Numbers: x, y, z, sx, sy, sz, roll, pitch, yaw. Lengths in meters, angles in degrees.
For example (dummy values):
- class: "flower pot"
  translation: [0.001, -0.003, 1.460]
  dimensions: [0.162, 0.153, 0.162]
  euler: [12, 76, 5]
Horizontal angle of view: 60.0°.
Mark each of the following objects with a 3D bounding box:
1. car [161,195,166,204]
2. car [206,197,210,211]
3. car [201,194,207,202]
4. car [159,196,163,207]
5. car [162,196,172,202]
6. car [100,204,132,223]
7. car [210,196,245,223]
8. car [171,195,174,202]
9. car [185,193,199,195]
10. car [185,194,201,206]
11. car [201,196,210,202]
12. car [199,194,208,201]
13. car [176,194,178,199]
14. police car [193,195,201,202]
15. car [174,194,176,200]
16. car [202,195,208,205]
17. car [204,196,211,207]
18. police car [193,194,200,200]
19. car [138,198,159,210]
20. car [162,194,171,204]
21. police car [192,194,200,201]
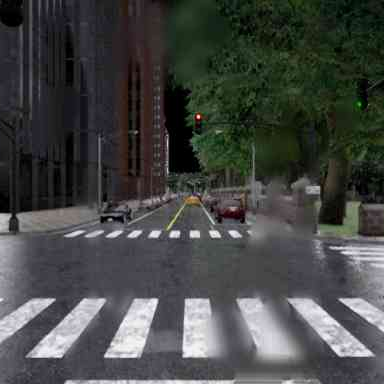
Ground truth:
- class: "car"
  translation: [-5.632, 1.590, 52.671]
  dimensions: [1.802, 1.307, 4.206]
  euler: [0, 0, 0]
- class: "car"
  translation: [2.852, 1.565, 36.286]
  dimensions: [1.947, 1.339, 4.313]
  euler: [0, 0, 0]
- class: "car"
  translation: [2.893, 1.448, 52.656]
  dimensions: [1.967, 1.590, 4.097]
  euler: [0, 0, 0]
- class: "car"
  translation: [-5.646, 1.587, 47.214]
  dimensions: [1.802, 1.307, 4.206]
  euler: [0, 0, 0]
- class: "car"
  translation: [-5.577, 1.565, 74.499]
  dimensions: [1.887, 1.381, 4.507]
  euler: [0, 0, 0]
- class: "car"
  translation: [-5.700, 1.561, 25.386]
  dimensions: [1.947, 1.339, 4.313]
  euler: [0, 0, 0]
- class: "car"
  translation: [2.825, 1.310, 25.374]
  dimensions: [2.192, 1.841, 5.009]
  euler: [0, 0, 0]
- class: "car"
  translation: [-5.591, 1.332, 69.042]
  dimensions: [2.192, 1.841, 5.009]
  euler: [0, 0, 0]
- class: "car"
  translation: [0.163, 1.236, 65.533]
  dimensions: [2.150, 2.045, 5.566]
  euler: [0, 0, 0]
- class: "car"
  translation: [0.188, 1.487, 55.406]
  dimensions: [1.882, 1.535, 5.008]
  euler: [0, 0, 0]
- class: "car"
  translation: [2.949, 1.546, 74.652]
  dimensions: [1.752, 1.417, 4.829]
  euler: [0, 0, 0]
- class: "car"
  translation: [2.975, 1.346, 85.395]
  dimensions: [2.192, 1.841, 5.009]
  euler: [0, 0, 0]
- class: "car"
  translation: [-5.536, 1.477, 90.870]
  dimensions: [1.967, 1.590, 4.097]
  euler: [0, 0, 0]
- class: "police car"
  translation: [1.090, 1.448, 76.144]
  dimensions: [1.930, 1.638, 5.238]
  euler: [0, 0, 0]
- class: "car"
  translation: [-5.563, 1.570, 79.956]
  dimensions: [1.887, 1.381, 4.507]
  euler: [0, 0, 0]
- class: "car"
  translation: [2.880, 1.556, 47.200]
  dimensions: [2.008, 1.369, 4.403]
  euler: [0, 0, 0]
- class: "car"
  translation: [2.866, 1.553, 41.743]
  dimensions: [2.008, 1.369, 4.403]
  euler: [0, 0, 0]
- class: "police car"
  translation: [1.130, 1.463, 92.144]
  dimensions: [1.930, 1.638, 5.238]
  euler: [0, 0, 0]
- class: "car"
  translation: [-5.659, 1.553, 41.757]
  dimensions: [2.008, 1.369, 4.403]
  euler: [0, 0, 0]
- class: "car"
  translation: [-5.604, 1.595, 63.585]
  dimensions: [1.802, 1.307, 4.206]
  euler: [0, 0, 0]
- class: "police car"
  translation: [1.097, 1.458, 86.144]
  dimensions: [1.930, 1.638, 5.238]
  euler: [0, 0, 0]
